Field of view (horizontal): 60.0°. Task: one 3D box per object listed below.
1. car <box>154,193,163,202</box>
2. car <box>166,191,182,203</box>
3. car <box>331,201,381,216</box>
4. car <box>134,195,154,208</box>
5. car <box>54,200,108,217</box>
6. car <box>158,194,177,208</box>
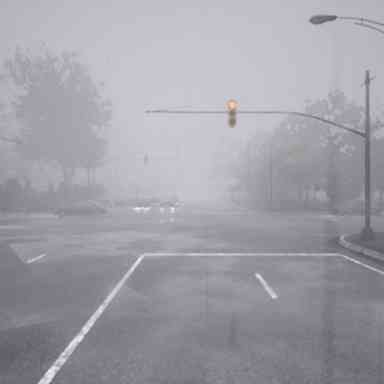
[{"bbox_3d":[-7.051,1.349,63.094,1.882,1.535,5.008,0,0,0],"label":"car"},{"bbox_3d":[-3.582,1.210,65.395,2.097,1.767,4.553,0,0,-1],"label":"car"},{"bbox_3d":[15.296,1.523,31.140,4.181,1.385,1.994,0,0,-3],"label":"car"},{"bbox_3d":[-7.008,1.495,47.812,1.994,1.385,4.181,0,0,0],"label":"car"},{"bbox_3d":[-9.885,1.486,29.766,4.674,1.442,1.812,0,0,-3],"label":"car"},{"bbox_3d":[-3.507,1.456,48.213,1.812,1.442,4.674,0,0,0],"label":"car"}]
